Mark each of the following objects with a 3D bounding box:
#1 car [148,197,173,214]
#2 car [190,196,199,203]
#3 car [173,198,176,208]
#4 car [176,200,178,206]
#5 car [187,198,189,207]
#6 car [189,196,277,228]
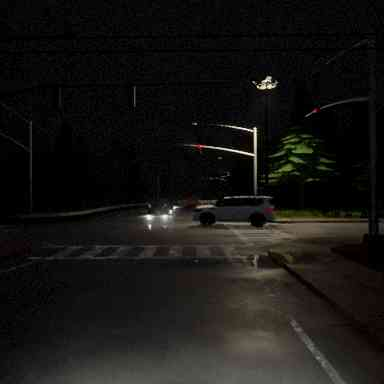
[{"bbox_3d":[-3.612,1.464,36.691,2.097,1.767,4.553,0,0,0],"label":"car"},{"bbox_3d":[0.555,1.704,73.306,1.812,1.442,4.674,0,0,2],"label":"car"},{"bbox_3d":[-3.598,1.641,46.562,1.837,1.490,4.892,0,0,0],"label":"car"},{"bbox_3d":[-3.509,1.724,56.641,1.994,1.385,4.181,0,0,1],"label":"car"},{"bbox_3d":[0.118,1.611,53.269,1.882,1.535,5.008,0,0,1],"label":"car"},{"bbox_3d":[2.889,1.287,22.564,5.566,2.045,2.150,0,0,11],"label":"car"}]
